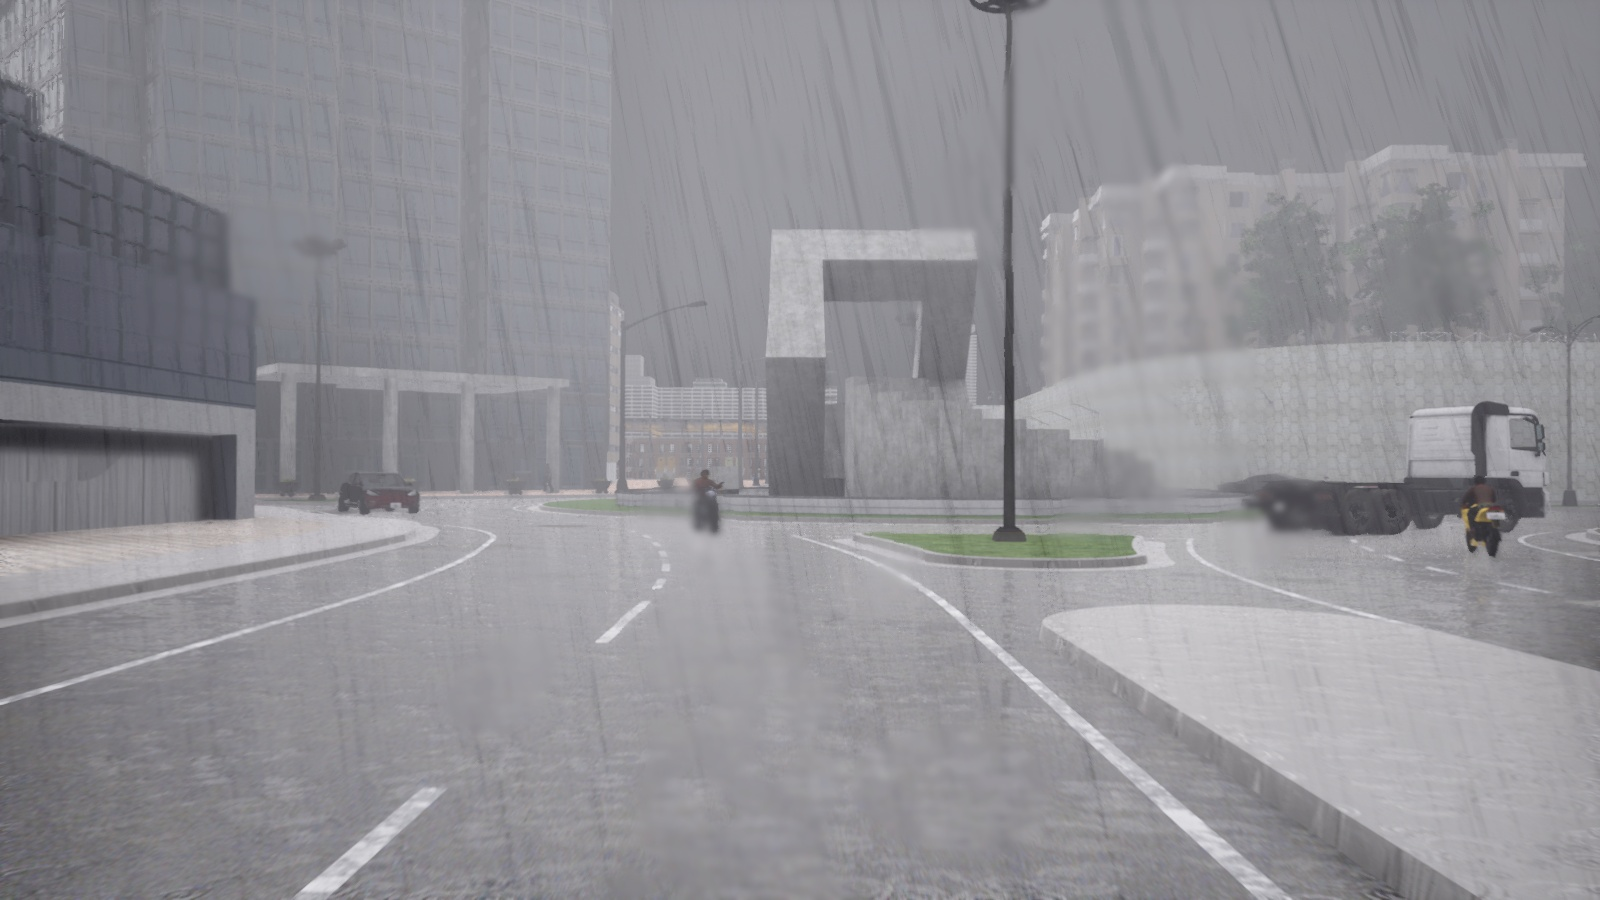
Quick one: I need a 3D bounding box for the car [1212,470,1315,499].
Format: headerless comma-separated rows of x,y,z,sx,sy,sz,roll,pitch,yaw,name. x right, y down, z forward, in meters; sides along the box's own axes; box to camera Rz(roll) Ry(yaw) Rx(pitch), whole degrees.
25.152,1.861,68.255,1.837,1.490,4.892,1,-1,-45,car

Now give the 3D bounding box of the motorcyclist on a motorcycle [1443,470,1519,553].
13.038,1.147,24.098,0.797,1.523,2.044,0,-1,15,motorcyclist on a motorcycle

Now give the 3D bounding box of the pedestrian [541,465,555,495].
-15.339,1.815,76.496,0.694,1.848,0.540,0,-1,-34,pedestrian

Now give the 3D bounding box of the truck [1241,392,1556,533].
15.988,0.330,33.544,7.936,3.462,2.891,0,-1,-21,truck

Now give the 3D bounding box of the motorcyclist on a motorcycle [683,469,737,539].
-2.246,1.293,31.013,0.766,1.649,2.350,0,-1,-18,motorcyclist on a motorcycle

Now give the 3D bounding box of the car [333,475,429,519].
-15.110,1.630,45.096,2.163,1.488,4.792,0,-1,-33,car
